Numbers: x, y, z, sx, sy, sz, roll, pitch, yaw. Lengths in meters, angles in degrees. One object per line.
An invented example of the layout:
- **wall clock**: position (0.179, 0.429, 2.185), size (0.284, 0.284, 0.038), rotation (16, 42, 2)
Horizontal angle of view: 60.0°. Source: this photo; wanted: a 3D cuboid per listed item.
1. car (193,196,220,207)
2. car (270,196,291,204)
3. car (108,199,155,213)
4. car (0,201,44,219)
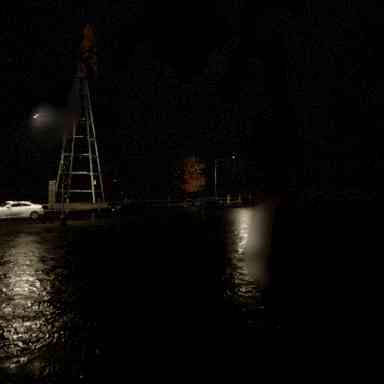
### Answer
- **car**: position (2.100, 1.355, 46.651), size (1.812, 1.442, 4.674), rotation (1, 1, 38)
- **car**: position (15.880, 1.358, 59.368), size (2.033, 1.411, 5.357), rotation (1, 1, 40)
- **car**: position (-6.363, 1.423, 35.752), size (2.033, 1.411, 5.357), rotation (1, 1, 37)
- **car**: position (-13.963, 1.442, 25.823), size (1.812, 1.442, 4.674), rotation (1, 1, 39)
